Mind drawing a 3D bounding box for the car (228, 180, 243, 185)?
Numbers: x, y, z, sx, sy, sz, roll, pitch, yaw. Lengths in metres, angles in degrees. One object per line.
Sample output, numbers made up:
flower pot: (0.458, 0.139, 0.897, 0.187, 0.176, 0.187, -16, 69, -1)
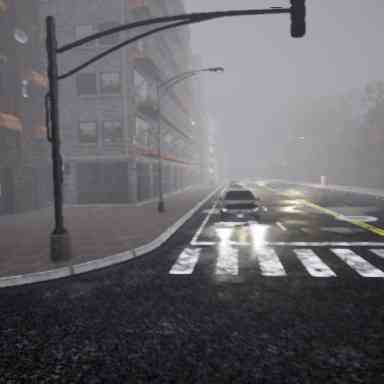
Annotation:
car: (6.131, -0.986, 47.130, 2.033, 1.411, 5.357, -1, 3, 7)

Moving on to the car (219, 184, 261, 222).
car: (2.367, 0.611, 16.665, 1.812, 1.442, 4.674, -1, 4, 7)
